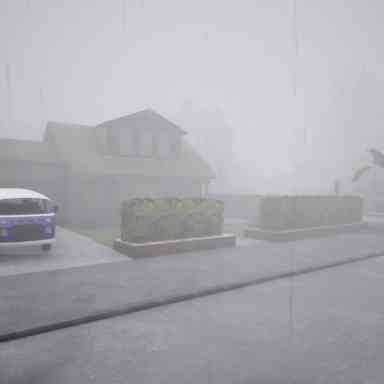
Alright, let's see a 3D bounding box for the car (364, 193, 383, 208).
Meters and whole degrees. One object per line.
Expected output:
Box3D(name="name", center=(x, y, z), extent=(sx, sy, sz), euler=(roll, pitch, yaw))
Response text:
Box3D(name="car", center=(23.130, 0.979, 40.297), extent=(3.866, 1.878, 1.905), euler=(0, 0, 0))
